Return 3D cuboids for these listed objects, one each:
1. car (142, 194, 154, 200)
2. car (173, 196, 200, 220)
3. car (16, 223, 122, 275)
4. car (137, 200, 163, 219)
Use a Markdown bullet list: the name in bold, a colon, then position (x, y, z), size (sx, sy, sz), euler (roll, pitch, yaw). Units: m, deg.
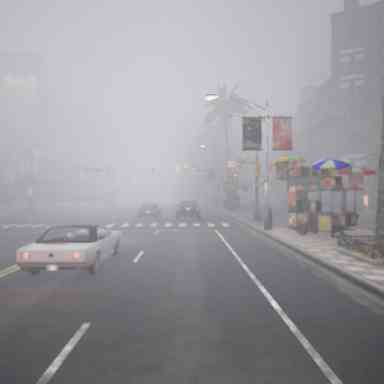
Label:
- **car**: position (-11.772, 1.964, 85.250), size (2.033, 1.411, 5.357), euler (0, 0, -1)
- **car**: position (-0.347, 1.490, 29.954), size (2.097, 1.767, 4.553), euler (0, 0, -1)
- **car**: position (-3.572, 1.661, 10.698), size (1.895, 1.301, 4.718), euler (0, 0, 0)
- **car**: position (-3.859, 1.717, 30.897), size (1.994, 1.385, 4.181), euler (0, 0, -1)
